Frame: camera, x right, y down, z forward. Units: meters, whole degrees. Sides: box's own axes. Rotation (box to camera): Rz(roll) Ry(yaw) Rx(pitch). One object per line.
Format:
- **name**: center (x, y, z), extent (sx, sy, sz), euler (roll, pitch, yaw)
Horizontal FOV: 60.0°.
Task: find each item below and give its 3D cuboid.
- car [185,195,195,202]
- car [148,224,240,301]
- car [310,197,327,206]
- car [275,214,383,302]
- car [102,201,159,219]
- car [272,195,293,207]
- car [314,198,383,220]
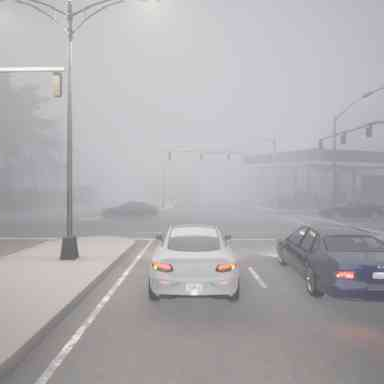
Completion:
- **car**: center (-0.428, 1.423, 72.796), extent (1.812, 1.442, 4.674), euler (0, 0, 0)
- **car**: center (0.039, 1.516, 8.178), extent (1.812, 1.442, 4.674), euler (0, 0, 0)
- **car**: center (18.669, 1.430, 48.595), extent (1.970, 1.475, 3.806), euler (0, 0, 0)
- **car**: center (3.518, 1.545, 8.483), extent (2.033, 1.411, 5.357), euler (0, 0, 3)
- **car**: center (-5.050, 1.477, 27.586), extent (4.674, 1.442, 1.812), euler (0, 0, 1)
- **car**: center (12.929, 1.258, 47.798), extent (2.242, 1.667, 4.611), euler (0, 0, 0)
- **car**: center (13.160, 1.469, 27.576), extent (5.008, 1.535, 1.882), euler (0, 0, -2)
